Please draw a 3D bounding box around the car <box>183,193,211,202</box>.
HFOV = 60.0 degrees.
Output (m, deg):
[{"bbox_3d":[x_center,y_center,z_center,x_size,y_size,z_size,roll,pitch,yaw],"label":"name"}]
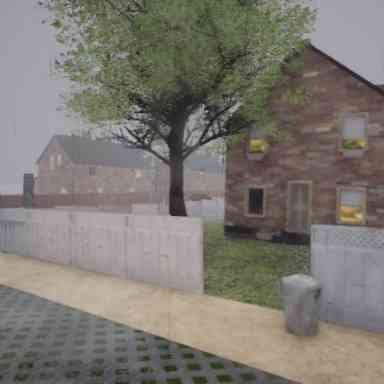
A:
[{"bbox_3d":[0.360,0.939,38.514,1.882,1.535,5.008,2,2,35],"label":"car"}]
